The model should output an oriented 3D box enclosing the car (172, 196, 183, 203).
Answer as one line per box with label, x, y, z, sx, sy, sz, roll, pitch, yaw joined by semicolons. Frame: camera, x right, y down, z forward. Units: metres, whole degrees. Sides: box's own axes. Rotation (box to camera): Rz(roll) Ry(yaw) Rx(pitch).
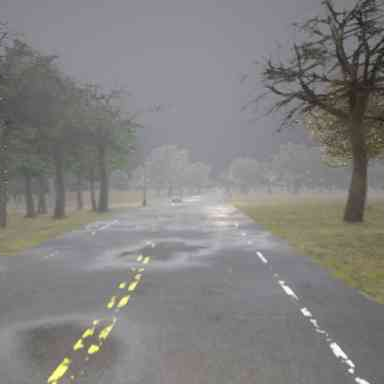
car;-3.049;1.515;68.431;1.882;1.535;5.008;-1;0;3
